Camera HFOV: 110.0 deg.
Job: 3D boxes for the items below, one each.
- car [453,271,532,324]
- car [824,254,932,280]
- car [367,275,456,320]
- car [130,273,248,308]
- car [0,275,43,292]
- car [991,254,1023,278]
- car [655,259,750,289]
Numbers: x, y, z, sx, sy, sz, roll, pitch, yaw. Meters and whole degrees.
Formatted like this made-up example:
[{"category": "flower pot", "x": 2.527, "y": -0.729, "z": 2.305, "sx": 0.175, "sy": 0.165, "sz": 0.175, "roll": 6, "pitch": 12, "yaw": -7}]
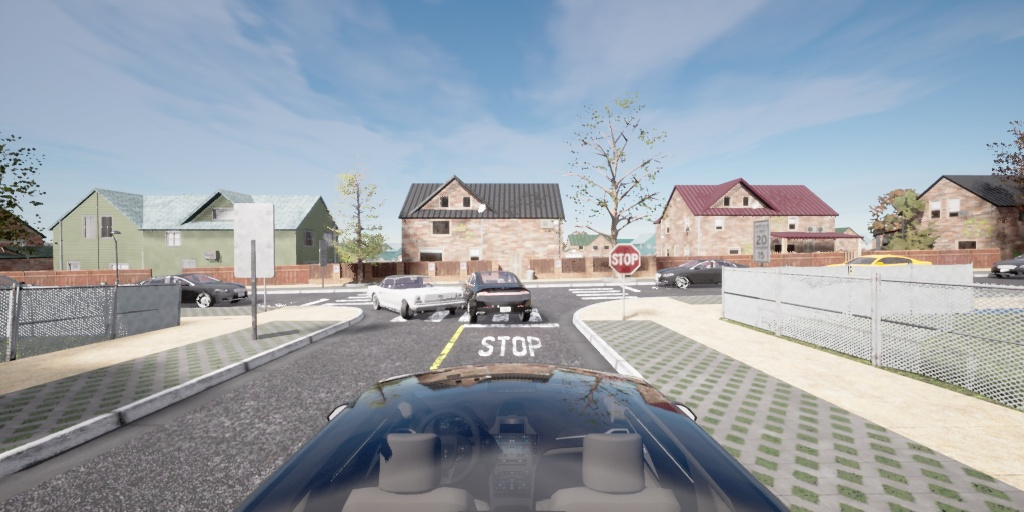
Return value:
[{"category": "car", "x": -0.684, "y": 1.242, "z": 12.117, "sx": 2.128, "sy": 1.511, "sz": 4.902, "roll": 0, "pitch": 0, "yaw": -12}, {"category": "car", "x": 19.763, "y": 0.690, "z": 19.560, "sx": 5.008, "sy": 1.535, "sz": 1.882, "roll": -1, "pitch": 1, "yaw": -1}, {"category": "car", "x": -3.600, "y": 1.367, "z": 12.977, "sx": 1.895, "sy": 1.301, "sz": 4.718, "roll": 0, "pitch": 0, "yaw": -38}, {"category": "car", "x": -14.900, "y": 1.566, "z": 16.474, "sx": 4.902, "sy": 1.511, "sz": 2.128, "roll": -1, "pitch": 1, "yaw": 0}, {"category": "car", "x": -24.238, "y": 1.648, "z": 16.434, "sx": 4.553, "sy": 1.767, "sz": 2.097, "roll": -1, "pitch": 1, "yaw": 0}, {"category": "car", "x": 29.388, "y": 0.477, "z": 19.595, "sx": 4.902, "sy": 1.511, "sz": 2.128, "roll": -1, "pitch": 1, "yaw": 0}, {"category": "car", "x": 10.333, "y": 0.925, "z": 19.524, "sx": 4.902, "sy": 1.511, "sz": 2.128, "roll": -1, "pitch": 1, "yaw": 0}]
